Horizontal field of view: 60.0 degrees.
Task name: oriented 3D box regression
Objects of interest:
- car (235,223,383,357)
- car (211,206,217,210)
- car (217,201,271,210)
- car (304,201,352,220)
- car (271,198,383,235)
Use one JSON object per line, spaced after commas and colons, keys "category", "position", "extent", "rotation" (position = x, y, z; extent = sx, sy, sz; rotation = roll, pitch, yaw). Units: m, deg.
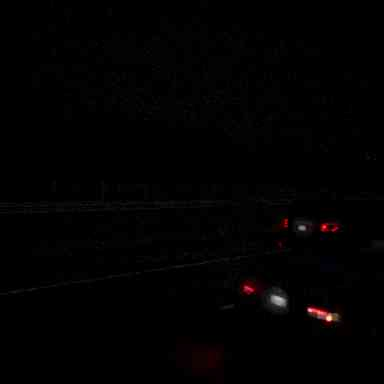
{"category": "car", "position": [3.241, 1.547, 6.022], "extent": [5.357, 1.411, 2.033], "rotation": [0, 0, -35]}
{"category": "car", "position": [4.355, 1.551, 32.597], "extent": [5.357, 1.411, 2.033], "rotation": [0, 0, -34]}
{"category": "car", "position": [5.155, 1.552, 28.904], "extent": [5.357, 1.411, 2.033], "rotation": [0, 0, -34]}
{"category": "car", "position": [12.017, 1.581, 29.330], "extent": [4.181, 1.385, 1.994], "rotation": [0, 0, -34]}
{"category": "car", "position": [5.659, 1.224, 11.987], "extent": [5.566, 2.045, 2.150], "rotation": [0, 0, -35]}
